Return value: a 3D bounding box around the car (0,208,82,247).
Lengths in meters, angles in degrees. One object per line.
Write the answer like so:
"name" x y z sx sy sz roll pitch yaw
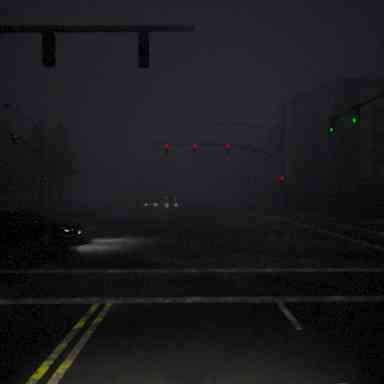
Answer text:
"car" -7.181 1.462 14.043 4.892 1.490 1.837 0 0 0

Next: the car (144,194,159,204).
"car" -7.056 1.094 58.118 2.097 1.767 4.553 0 0 0

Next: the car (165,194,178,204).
"car" -3.556 1.094 58.115 2.097 1.767 4.553 0 0 0
